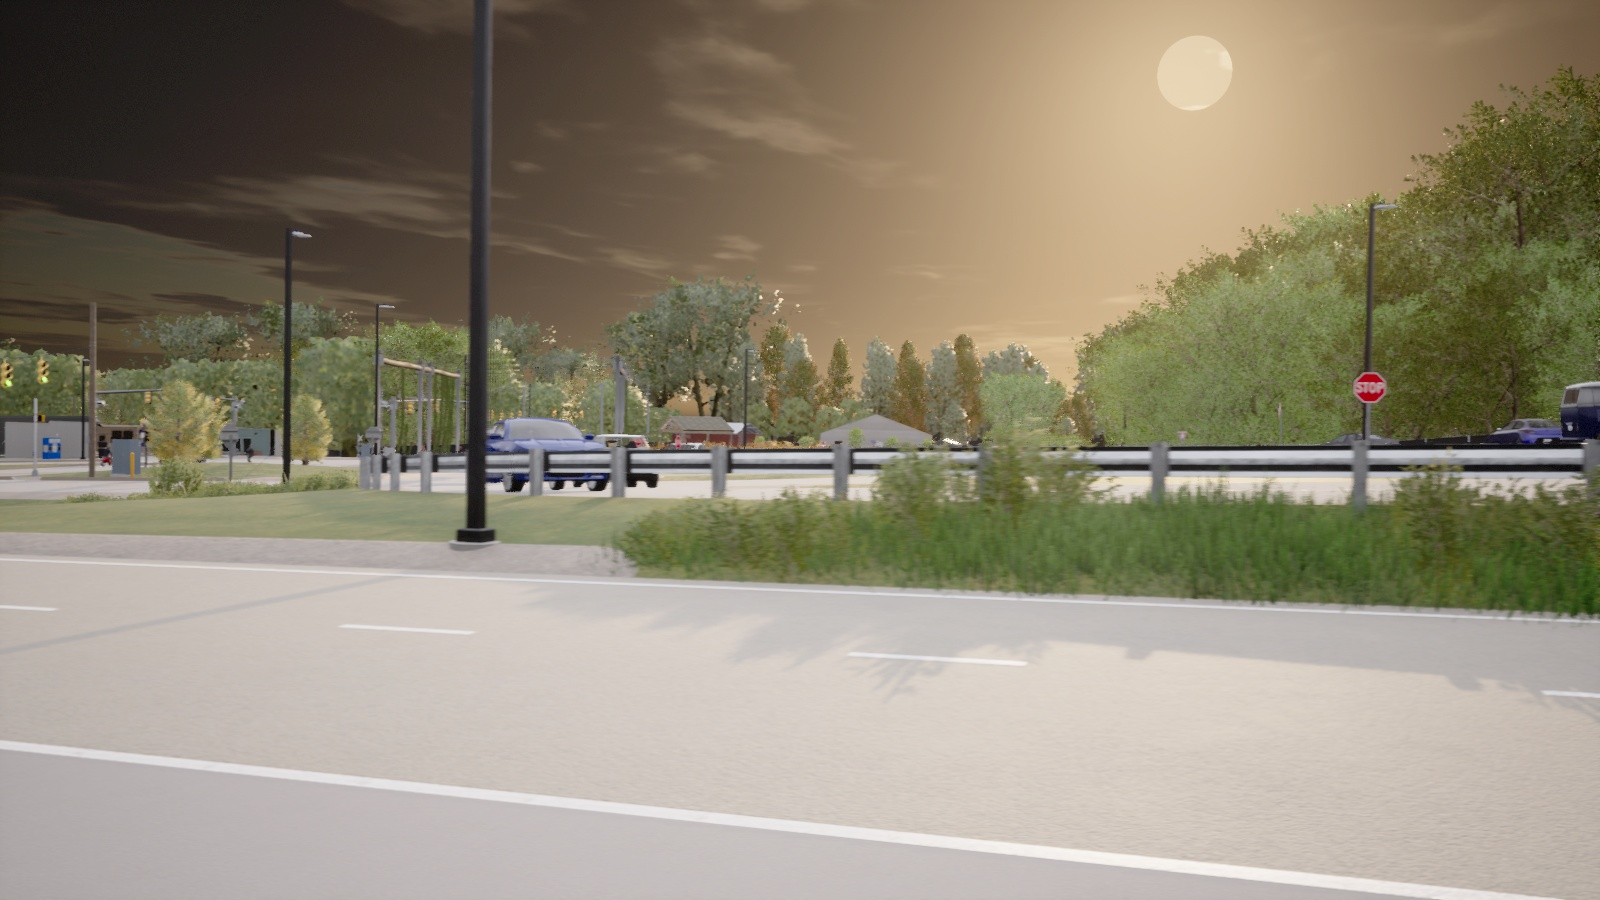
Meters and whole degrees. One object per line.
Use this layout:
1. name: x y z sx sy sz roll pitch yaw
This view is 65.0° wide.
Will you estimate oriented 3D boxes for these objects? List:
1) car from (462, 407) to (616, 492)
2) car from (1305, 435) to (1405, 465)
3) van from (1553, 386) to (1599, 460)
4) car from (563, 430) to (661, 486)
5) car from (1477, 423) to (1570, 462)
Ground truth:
1. car: -5.401 0.030 25.450 1.882 1.535 5.008 0 -1 -26
2. car: 29.887 0.032 67.848 2.033 1.411 5.357 1 -2 -15
3. van: 23.352 -0.802 34.235 4.442 1.987 1.775 -2 0 14
4. car: -5.374 0.250 35.608 1.970 1.475 3.806 1 -2 -21
5. car: 30.221 -0.300 52.596 1.816 1.474 4.193 1 -1 6
